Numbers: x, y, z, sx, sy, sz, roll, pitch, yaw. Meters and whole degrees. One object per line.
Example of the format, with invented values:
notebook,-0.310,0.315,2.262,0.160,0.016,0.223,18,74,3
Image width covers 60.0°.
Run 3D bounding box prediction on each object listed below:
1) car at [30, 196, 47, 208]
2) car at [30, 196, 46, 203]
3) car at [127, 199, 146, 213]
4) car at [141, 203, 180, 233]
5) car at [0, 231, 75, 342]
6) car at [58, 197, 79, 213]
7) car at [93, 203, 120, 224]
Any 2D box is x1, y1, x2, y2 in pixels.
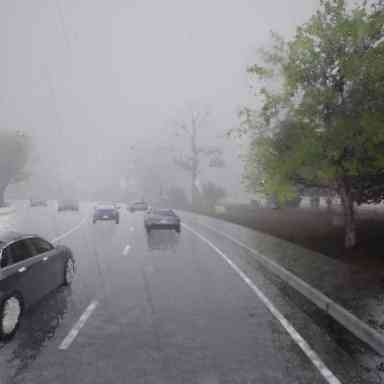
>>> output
car,-22.941,1.392,49.791,2.097,1.767,4.553,0,0,-27
car,-33.708,1.617,72.644,1.895,1.301,4.718,0,0,-40
car,-6.153,1.514,37.135,2.128,1.511,4.902,0,0,-18
car,-1.880,1.573,20.086,1.994,1.385,4.181,0,0,-10
car,-3.749,1.517,6.433,1.837,1.490,4.892,0,0,-3
car,-13.937,1.382,37.640,2.097,1.767,4.553,0,0,-20
car,-6.448,1.545,25.171,1.812,1.442,4.674,0,0,-12
